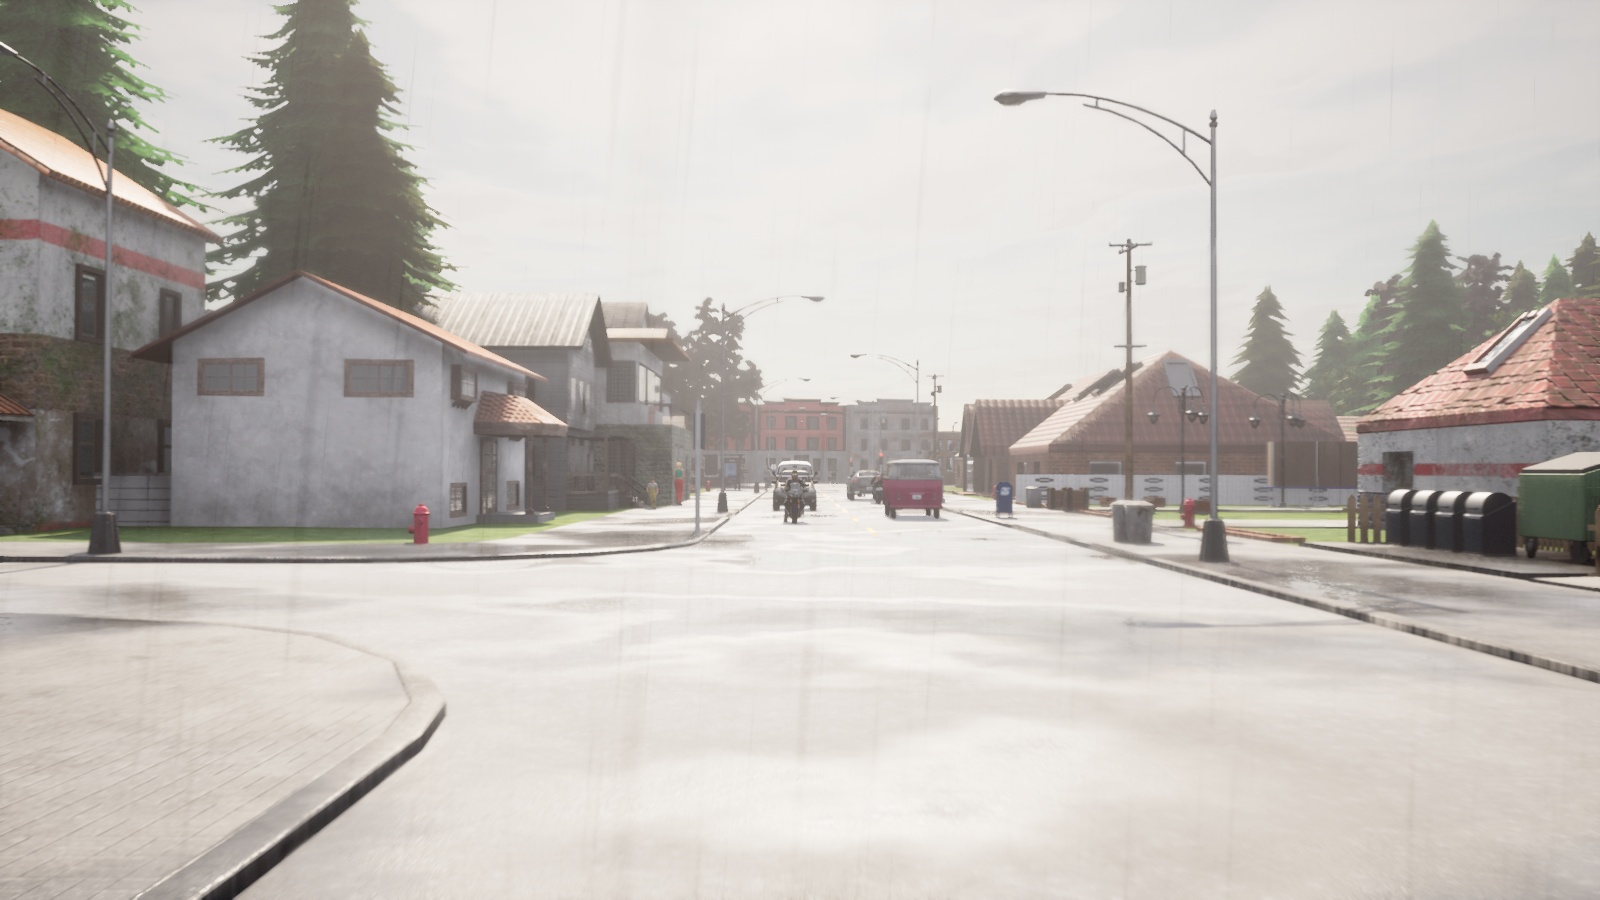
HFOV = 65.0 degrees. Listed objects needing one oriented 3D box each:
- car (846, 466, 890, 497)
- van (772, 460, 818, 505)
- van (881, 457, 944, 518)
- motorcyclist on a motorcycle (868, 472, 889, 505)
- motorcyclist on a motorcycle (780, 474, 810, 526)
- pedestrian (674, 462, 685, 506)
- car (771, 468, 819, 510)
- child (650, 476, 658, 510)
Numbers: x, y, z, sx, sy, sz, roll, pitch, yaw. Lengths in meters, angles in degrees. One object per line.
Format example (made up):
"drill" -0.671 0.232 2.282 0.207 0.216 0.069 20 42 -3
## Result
"car" 3.735 1.741 69.449 2.152 1.651 5.027 0 -1 0
"van" -0.227 1.530 59.208 2.069 2.038 4.480 0 -1 0
"van" 3.833 1.279 43.421 1.775 1.987 4.442 0 -1 0
"motorcyclist on a motorcycle" 3.770 1.847 60.473 0.866 1.530 2.191 0 -1 0
"motorcyclist on a motorcycle" -0.147 1.487 38.036 0.866 1.530 2.191 0 -1 0
"pedestrian" -5.131 1.441 53.545 0.345 1.836 0.594 0 -1 6
"car" -0.194 1.563 50.721 1.851 1.617 3.988 0 -1 0
"child" -5.501 1.618 47.272 0.270 1.263 0.437 0 -1 -4
